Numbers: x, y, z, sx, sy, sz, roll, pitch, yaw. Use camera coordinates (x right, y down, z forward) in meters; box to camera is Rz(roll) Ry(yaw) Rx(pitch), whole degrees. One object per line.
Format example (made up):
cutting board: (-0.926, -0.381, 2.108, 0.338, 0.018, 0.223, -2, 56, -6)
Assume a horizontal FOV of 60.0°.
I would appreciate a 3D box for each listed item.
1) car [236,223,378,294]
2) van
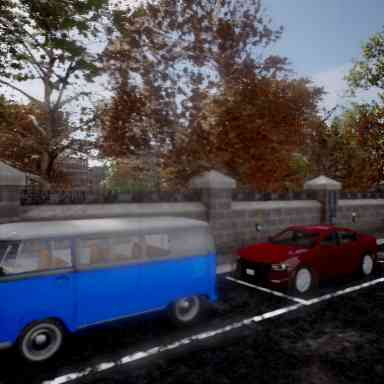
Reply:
car: (3.147, 1.562, 8.806, 4.507, 1.381, 1.887, 0, 0, -35)
van: (-1.439, 1.346, 5.537, 3.998, 1.788, 1.690, 0, 0, -35)
